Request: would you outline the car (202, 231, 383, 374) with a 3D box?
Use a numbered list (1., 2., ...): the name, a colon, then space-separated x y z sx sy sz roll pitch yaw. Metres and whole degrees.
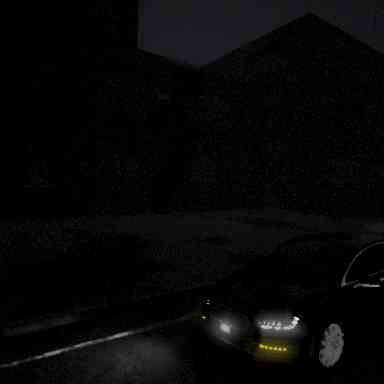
1. car: 2.404 1.504 5.707 4.892 1.490 1.837 0 0 -36
